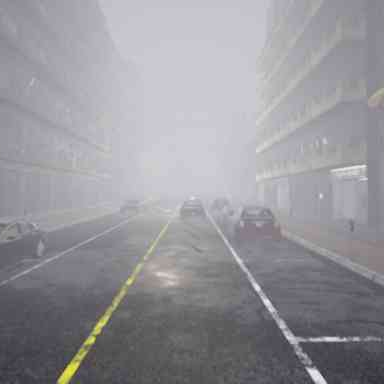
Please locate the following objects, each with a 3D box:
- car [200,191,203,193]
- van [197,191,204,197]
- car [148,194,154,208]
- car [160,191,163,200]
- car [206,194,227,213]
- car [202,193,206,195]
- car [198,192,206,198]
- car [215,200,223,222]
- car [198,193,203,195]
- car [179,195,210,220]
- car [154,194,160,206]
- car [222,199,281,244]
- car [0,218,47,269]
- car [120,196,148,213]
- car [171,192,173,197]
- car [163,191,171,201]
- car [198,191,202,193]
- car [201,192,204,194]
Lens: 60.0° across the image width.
[{"bbox_3d":[2.571,1.065,54.837,1.887,1.381,4.507,1,1,0],"label":"car"},{"bbox_3d":[2.445,0.492,94.527,1.690,1.788,3.998,1,1,0],"label":"van"},{"bbox_3d":[-5.767,1.202,37.700,1.752,1.417,4.829,1,1,0],"label":"car"},{"bbox_3d":[-5.794,1.014,49.212,1.967,1.590,4.097,1,1,0],"label":"car"},{"bbox_3d":[2.627,1.162,32.153,1.967,1.590,4.097,1,1,0],"label":"car"},{"bbox_3d":[2.598,1.173,43.496,2.008,1.369,4.403,1,1,0],"label":"car"},{"bbox_3d":[2.491,0.781,83.358,1.752,1.417,4.829,1,1,0],"label":"car"},{"bbox_3d":[2.655,1.403,20.816,1.802,1.307,4.206,1,0,0],"label":"car"},{"bbox_3d":[0.000,1.204,41.556,1.994,1.385,4.181,0,1,0],"label":"car"},{"bbox_3d":[0.040,1.273,25.506,2.128,1.511,4.902,0,1,0],"label":"car"},{"bbox_3d":[-5.782,1.176,43.541,2.008,1.369,4.403,1,1,0],"label":"car"},{"bbox_3d":[2.669,1.310,15.143,1.967,1.590,4.097,1,0,0],"label":"car"},{"bbox_3d":[-5.699,1.473,9.515,2.008,1.369,4.403,1,0,0],"label":"car"},{"bbox_3d":[-5.754,1.291,32.200,1.947,1.339,4.313,1,0,0],"label":"car"},{"bbox_3d":[-5.846,0.682,71.892,2.192,1.841,5.009,1,1,0],"label":"car"},{"bbox_3d":[-5.836,0.970,66.224,2.008,1.369,4.403,1,1,0],"label":"car"},{"bbox_3d":[2.530,0.908,71.848,1.887,1.381,4.507,1,1,0],"label":"car"},{"bbox_3d":[2.585,1.122,49.167,2.008,1.369,4.403,1,1,0],"label":"car"}]
